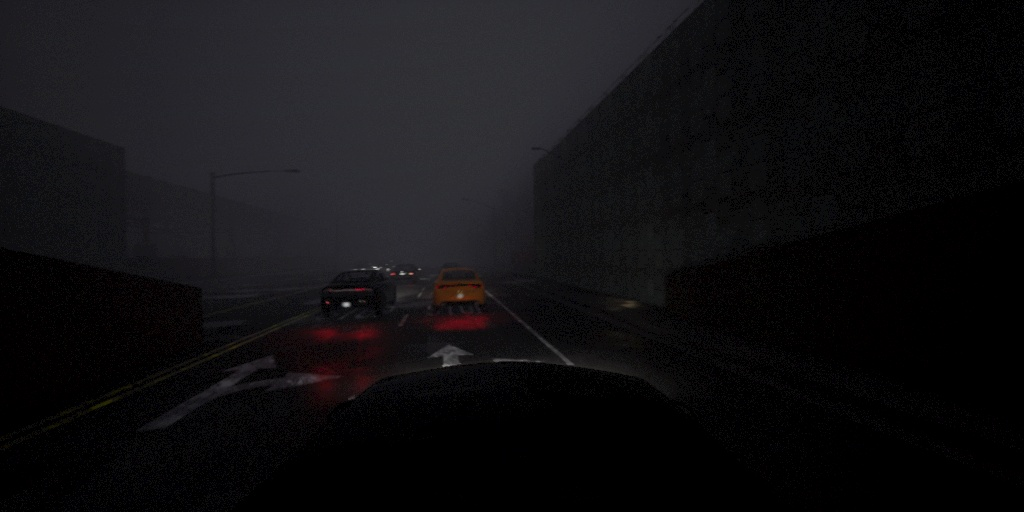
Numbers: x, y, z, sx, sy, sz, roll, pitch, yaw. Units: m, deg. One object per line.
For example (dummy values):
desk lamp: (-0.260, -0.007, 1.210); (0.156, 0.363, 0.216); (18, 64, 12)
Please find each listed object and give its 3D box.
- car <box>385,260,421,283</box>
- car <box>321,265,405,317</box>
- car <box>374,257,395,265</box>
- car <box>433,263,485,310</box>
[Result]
car: (-8.241, 1.316, 27.907); (2.033, 1.411, 5.357); (-1, 0, -10)
car: (-5.527, 1.273, 13.411); (2.128, 1.511, 4.902); (-1, 0, -10)
car: (-21.659, 1.333, 61.164); (1.837, 1.490, 4.892); (-1, 0, -10)
car: (-2.224, 1.214, 14.812); (1.882, 1.535, 5.008); (-1, 0, -10)
